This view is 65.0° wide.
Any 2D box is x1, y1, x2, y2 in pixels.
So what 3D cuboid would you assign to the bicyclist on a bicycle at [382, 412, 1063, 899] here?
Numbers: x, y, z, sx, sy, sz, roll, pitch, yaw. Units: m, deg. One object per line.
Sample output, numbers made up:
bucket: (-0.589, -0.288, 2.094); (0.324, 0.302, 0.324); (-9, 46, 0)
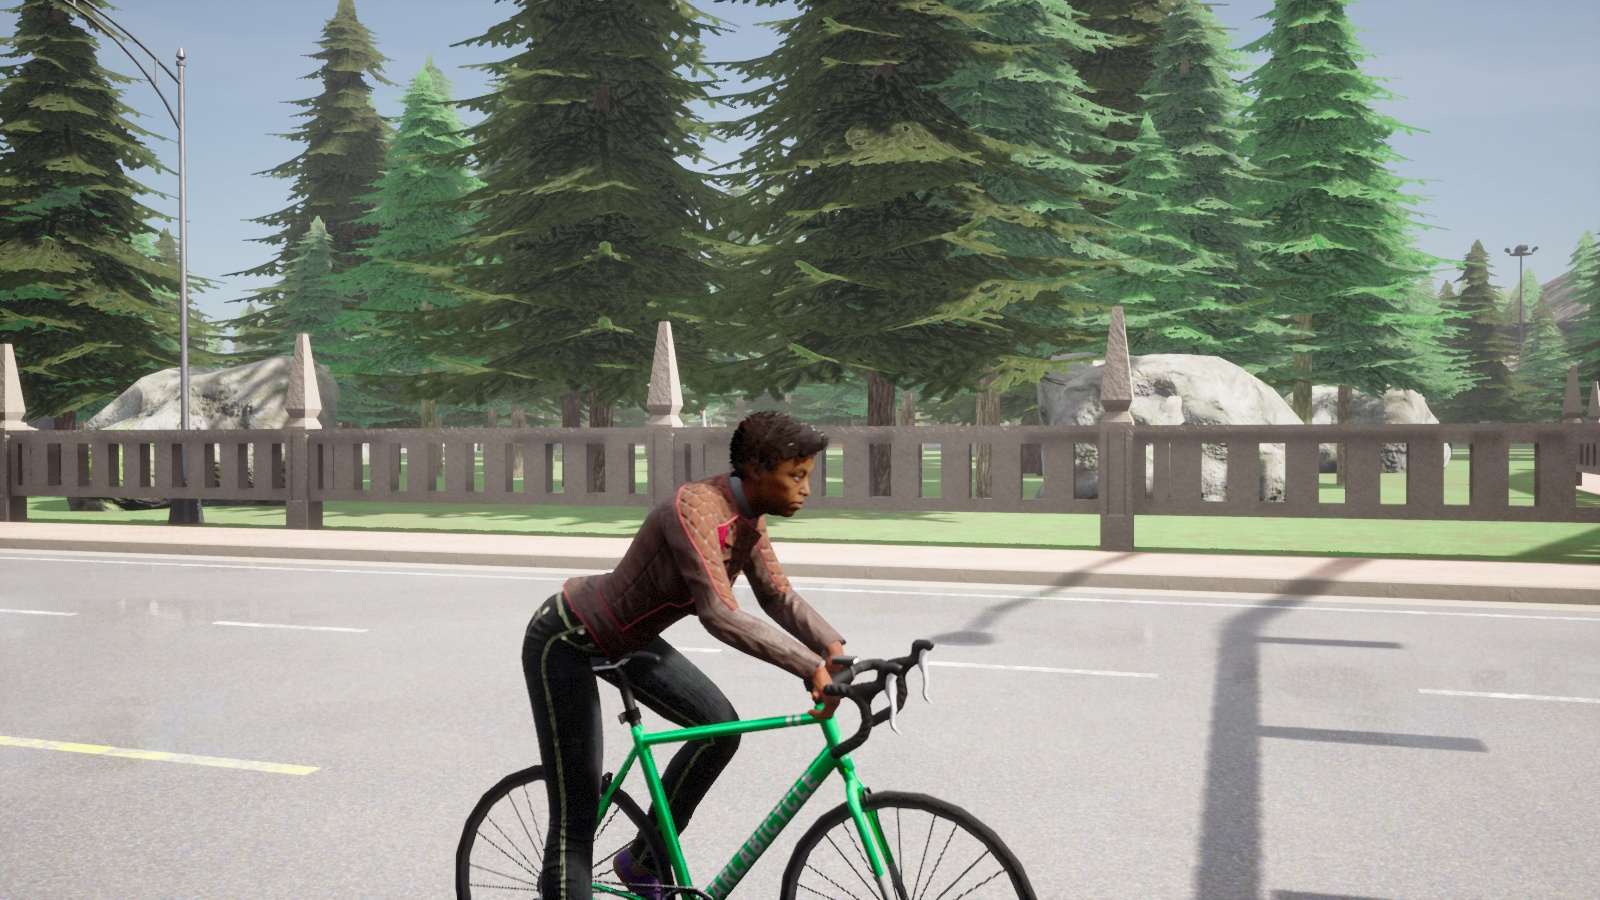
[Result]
bicyclist on a bicycle: (-0.195, 0.726, 3.258); (1.656, 1.620, 0.582); (0, 1, 19)
